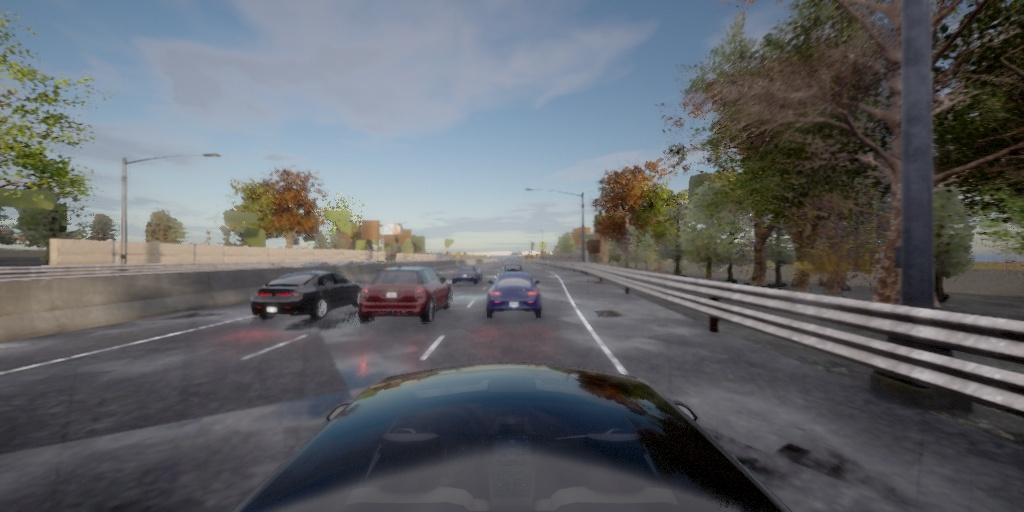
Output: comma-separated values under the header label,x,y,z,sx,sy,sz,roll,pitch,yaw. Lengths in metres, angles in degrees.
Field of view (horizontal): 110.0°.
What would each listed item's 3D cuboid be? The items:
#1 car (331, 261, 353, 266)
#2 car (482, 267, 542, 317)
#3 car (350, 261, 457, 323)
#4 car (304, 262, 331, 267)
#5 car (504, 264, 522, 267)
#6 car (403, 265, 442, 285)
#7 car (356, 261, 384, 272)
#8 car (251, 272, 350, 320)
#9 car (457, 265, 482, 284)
label,x,y,z,sx,sy,sz,roll,pitch,yaw
car,-24.541,1.488,53.387,1.812,1.442,4.674,0,0,0
car,0.075,1.317,13.228,1.812,1.442,4.674,0,0,0
car,-3.429,1.139,12.384,2.097,1.767,4.553,0,0,0
car,-28.037,1.503,52.086,2.033,1.411,5.357,0,0,1
car,0.076,1.355,27.744,1.837,1.490,4.892,0,0,0
car,-6.921,1.413,28.250,1.994,1.385,4.181,0,0,0
car,-21.039,1.510,53.282,2.033,1.411,5.357,0,0,1
car,-6.925,1.296,12.788,1.837,1.490,4.892,0,0,0
car,-3.424,1.413,28.088,1.994,1.385,4.181,0,0,0
